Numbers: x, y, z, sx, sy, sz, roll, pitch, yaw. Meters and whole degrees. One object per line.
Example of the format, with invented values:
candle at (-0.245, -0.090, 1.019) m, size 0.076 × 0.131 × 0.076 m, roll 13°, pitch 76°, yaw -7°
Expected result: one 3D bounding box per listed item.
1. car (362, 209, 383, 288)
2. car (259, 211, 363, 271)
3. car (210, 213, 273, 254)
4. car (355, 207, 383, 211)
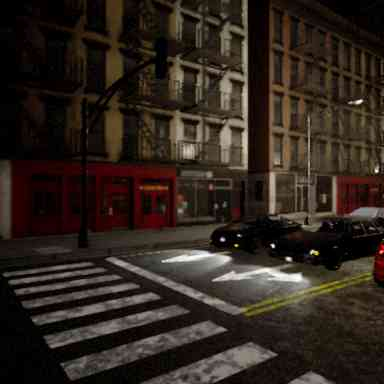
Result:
car at (6.381, 1.354, 7.996) m, size 4.553 × 1.767 × 2.097 m, roll 0°, pitch 0°, yaw -36°
car at (4.976, 1.564, 11.223) m, size 5.357 × 1.411 × 2.033 m, roll 0°, pitch 0°, yaw -36°
car at (2.763, 1.596, 13.641) m, size 4.181 × 1.385 × 1.994 m, roll 0°, pitch 0°, yaw -36°
car at (10.287, 1.573, 19.003) m, size 5.357 × 1.411 × 2.033 m, roll 0°, pitch 0°, yaw -35°
